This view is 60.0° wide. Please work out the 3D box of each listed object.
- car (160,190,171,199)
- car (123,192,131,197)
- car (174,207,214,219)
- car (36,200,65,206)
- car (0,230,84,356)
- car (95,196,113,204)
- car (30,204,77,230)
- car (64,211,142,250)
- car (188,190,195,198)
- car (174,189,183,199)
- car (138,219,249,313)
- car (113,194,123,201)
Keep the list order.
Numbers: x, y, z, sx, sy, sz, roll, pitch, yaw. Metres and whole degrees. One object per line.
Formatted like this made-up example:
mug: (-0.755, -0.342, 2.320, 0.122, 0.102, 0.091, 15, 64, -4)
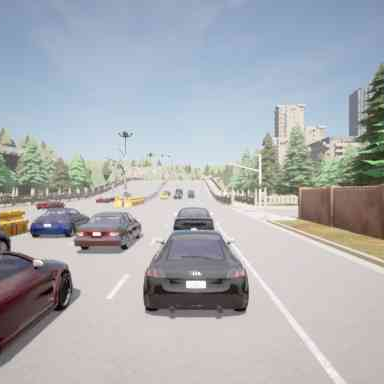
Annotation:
car: (-7.198, 1.024, 86.902, 1.882, 1.535, 5.008, 0, 3, 0)
car: (-17.720, 0.777, 90.318, 2.033, 1.411, 5.357, 0, 3, 0)
car: (0.084, 1.478, 16.730, 1.882, 1.535, 5.008, 0, 0, 0)
car: (-17.643, 1.601, 41.521, 1.895, 1.301, 4.718, 0, 0, 0)
car: (-3.410, 1.564, 5.131, 1.994, 1.385, 4.181, 0, 0, 0)
car: (-17.592, 1.601, 65.435, 1.895, 1.301, 4.718, 0, 0, 0)
car: (-6.919, 1.564, 17.931, 1.994, 1.385, 4.181, 0, 0, 0)
car: (-3.409, 1.547, 14.371, 2.033, 1.411, 5.357, 0, 0, 0)
car: (-0.218, 0.839, 90.060, 1.837, 1.490, 4.892, 0, 4, 0)
car: (-3.697, 0.903, 86.888, 2.097, 1.767, 4.553, 0, 3, 0)
car: (0.088, 1.564, 7.740, 1.994, 1.385, 4.181, 0, 0, 1)
car: (-17.623, 1.555, 75.613, 1.895, 1.301, 4.718, 0, 0, 0)
